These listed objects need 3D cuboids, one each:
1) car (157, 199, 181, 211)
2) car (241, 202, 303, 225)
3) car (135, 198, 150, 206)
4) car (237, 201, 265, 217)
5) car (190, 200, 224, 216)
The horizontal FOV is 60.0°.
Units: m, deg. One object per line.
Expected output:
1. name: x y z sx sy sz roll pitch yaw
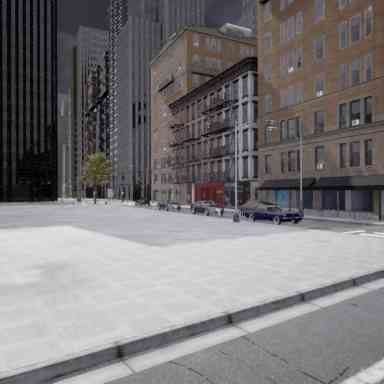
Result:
1. car: -3.055 1.689 43.332 2.128 1.511 4.902 0 0 -26
2. car: 6.006 1.686 24.944 1.895 1.301 4.718 0 0 -26
3. car: -9.240 1.815 61.931 1.837 1.490 4.892 0 0 -27
4. car: 5.966 1.609 31.047 1.837 1.490 4.892 0 0 -26
5. car: 1.493 1.630 34.087 2.128 1.511 4.902 0 0 -26
